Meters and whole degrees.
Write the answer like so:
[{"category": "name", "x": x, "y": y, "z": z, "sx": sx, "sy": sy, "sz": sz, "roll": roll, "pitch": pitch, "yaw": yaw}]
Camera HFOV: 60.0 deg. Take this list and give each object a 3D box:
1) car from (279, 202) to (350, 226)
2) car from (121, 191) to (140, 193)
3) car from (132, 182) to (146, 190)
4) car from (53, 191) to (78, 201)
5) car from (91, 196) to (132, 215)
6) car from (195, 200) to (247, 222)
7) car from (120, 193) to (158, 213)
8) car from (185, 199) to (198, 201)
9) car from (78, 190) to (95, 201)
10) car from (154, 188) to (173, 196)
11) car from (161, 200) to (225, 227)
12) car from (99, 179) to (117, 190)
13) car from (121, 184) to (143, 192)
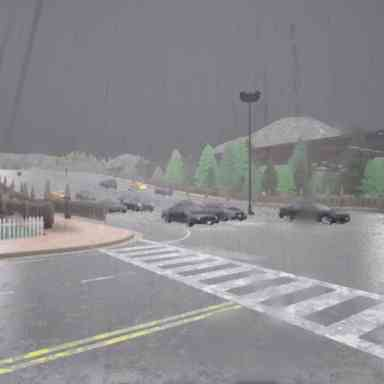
[{"category": "car", "x": 8.523, "y": 1.476, "z": 23.516, "sx": 1.882, "sy": 1.535, "sz": 5.008, "roll": 0, "pitch": 0, "yaw": -37}, {"category": "car", "x": -8.728, "y": 1.100, "z": 46.272, "sx": 1.837, "sy": 1.490, "sz": 4.892, "roll": 0, "pitch": 3, "yaw": -37}, {"category": "car", "x": -11.950, "y": -1.427, "z": 74.017, "sx": 1.882, "sy": 1.535, "sz": 5.008, "roll": 0, "pitch": 7, "yaw": -37}, {"category": "car", "x": -18.333, "y": 0.587, "z": 47.414, "sx": 1.882, "sy": 1.535, "sz": 5.008, "roll": 0, "pitch": 5, "yaw": -37}, {"category": "car", "x": -8.355, "y": 1.467, "z": 34.169, "sx": 1.837, "sy": 1.490, "sz": 4.892, "roll": 0, "pitch": 1, "yaw": -37}, {"category": "car", "x": 2.310, "y": 1.563, "z": 25.910, "sx": 1.994, "sy": 1.385, "sz": 4.181, "roll": 0, "pitch": 0, "yaw": -37}, {"category": "car", "x": -6.023, "y": 1.300, "z": 36.887, "sx": 2.097, "sy": 1.767, "sz": 4.553, "roll": 0, "pitch": 1, "yaw": -37}, {"category": "car", "x": 0.141, "y": 1.468, "z": 34.553, "sx": 1.882, "sy": 1.535, "sz": 5.008, "roll": 0, "pitch": 0, "yaw": -37}, {"category": "car", "x": -16.227, "y": 0.497, "z": 50.444, "sx": 2.128, "sy": 1.511, "sz": 4.902, "roll": 0, "pitch": 5, "yaw": -37}, {"category": "car", "x": -5.687, "y": -0.128, "z": 65.844, "sx": 2.128, "sy": 1.511, "sz": 4.902, "roll": 0, "pitch": 7, "yaw": -37}, {"category": "car", "x": -0.310, "y": 1.547, "z": 22.975, "sx": 2.033, "sy": 1.411, "sz": 5.357, "roll": 0, "pitch": 0, "yaw": -31}, {"category": "car", "x": -17.648, "y": -1.707, "z": 69.989, "sx": 2.150, "sy": 2.045, "sz": 5.566, "roll": 0, "pitch": 7, "yaw": -37}, {"category": "car", "x": -11.528, "y": -0.065, "z": 61.964, "sx": 1.895, "sy": 1.301, "sz": 4.718, "roll": 0, "pitch": 7, "yaw": -37}]
